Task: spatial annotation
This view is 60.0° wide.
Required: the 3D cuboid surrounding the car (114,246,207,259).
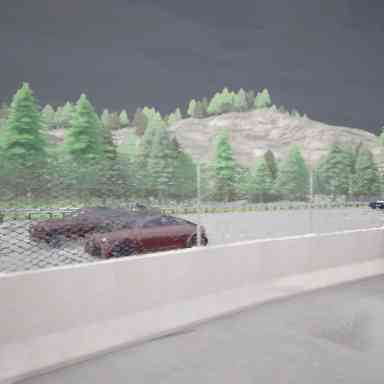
[{"bbox_3d":[-1.482,1.427,11.408,4.181,1.385,1.994,0,1,-34],"label":"car"}]
